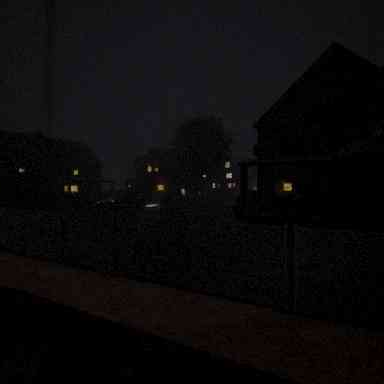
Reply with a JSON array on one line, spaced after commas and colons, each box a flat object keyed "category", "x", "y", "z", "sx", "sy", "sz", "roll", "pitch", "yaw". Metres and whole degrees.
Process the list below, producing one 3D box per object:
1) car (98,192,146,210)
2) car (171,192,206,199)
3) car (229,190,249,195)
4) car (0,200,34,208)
[{"category": "car", "x": -6.254, "y": 0.792, "z": 29.613, "sx": 2.097, "sy": 1.767, "sz": 4.553, "roll": 1, "pitch": 2, "yaw": 35}, {"category": "car", "x": -0.292, "y": 0.745, "z": 38.041, "sx": 2.033, "sy": 1.411, "sz": 5.357, "roll": 1, "pitch": 2, "yaw": 35}, {"category": "car", "x": 7.147, "y": 0.448, "z": 48.442, "sx": 2.033, "sy": 1.411, "sz": 5.357, "roll": 1, "pitch": 2, "yaw": 36}, {"category": "car", "x": -12.059, "y": 1.242, "z": 21.365, "sx": 1.994, "sy": 1.385, "sz": 4.181, "roll": 1, "pitch": 2, "yaw": 36}]
